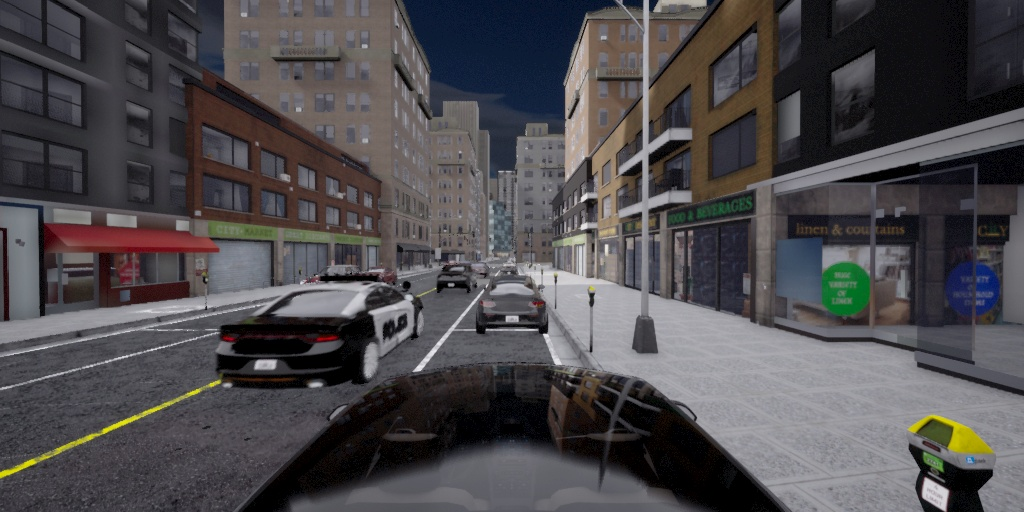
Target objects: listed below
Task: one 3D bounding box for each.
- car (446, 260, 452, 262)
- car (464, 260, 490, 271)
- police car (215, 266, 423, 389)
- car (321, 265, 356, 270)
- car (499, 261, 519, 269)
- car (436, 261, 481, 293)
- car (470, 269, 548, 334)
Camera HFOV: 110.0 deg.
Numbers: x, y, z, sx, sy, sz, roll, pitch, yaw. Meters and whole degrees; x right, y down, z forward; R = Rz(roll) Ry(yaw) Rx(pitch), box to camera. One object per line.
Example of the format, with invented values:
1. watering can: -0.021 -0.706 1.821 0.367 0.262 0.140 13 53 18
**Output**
1. car: -8.814 1.266 51.546 1.888 1.381 4.507 0 0 0
2. car: -3.125 1.285 33.932 2.033 1.411 5.357 0 0 1
3. police car: -3.146 1.173 7.161 1.930 1.638 5.238 0 0 0
4. car: -8.815 1.185 18.031 1.967 1.591 4.097 0 0 0
5. car: -0.273 1.287 34.789 2.007 1.370 4.403 0 0 0
6. car: -3.104 1.248 20.893 1.837 1.490 4.892 0 0 1
7. car: 0.003 1.273 10.502 1.812 1.442 4.674 0 0 0
